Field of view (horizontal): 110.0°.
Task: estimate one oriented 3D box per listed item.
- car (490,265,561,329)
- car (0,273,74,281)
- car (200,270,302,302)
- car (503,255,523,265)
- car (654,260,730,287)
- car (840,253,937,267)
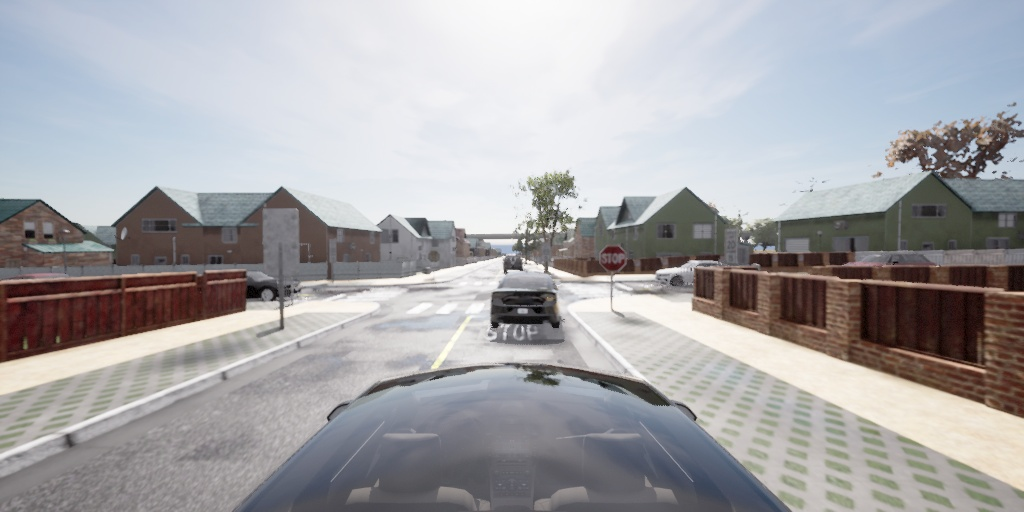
[{"bbox_3d":[0.516,1.212,11.351,1.882,1.535,5.008,0,0,6],"label":"car"},{"bbox_3d":[-23.222,1.616,17.929,5.008,1.535,1.882,-1,2,0],"label":"car"},{"bbox_3d":[-13.277,1.447,17.981,5.008,1.535,1.882,-1,2,0],"label":"car"},{"bbox_3d":[0.096,0.904,41.596,2.150,2.045,5.566,0,0,0],"label":"car"},{"bbox_3d":[10.835,0.988,21.059,4.674,1.442,1.812,-1,2,-1],"label":"car"},{"bbox_3d":[21.953,0.618,21.123,4.553,1.767,2.097,-1,2,0],"label":"car"}]
